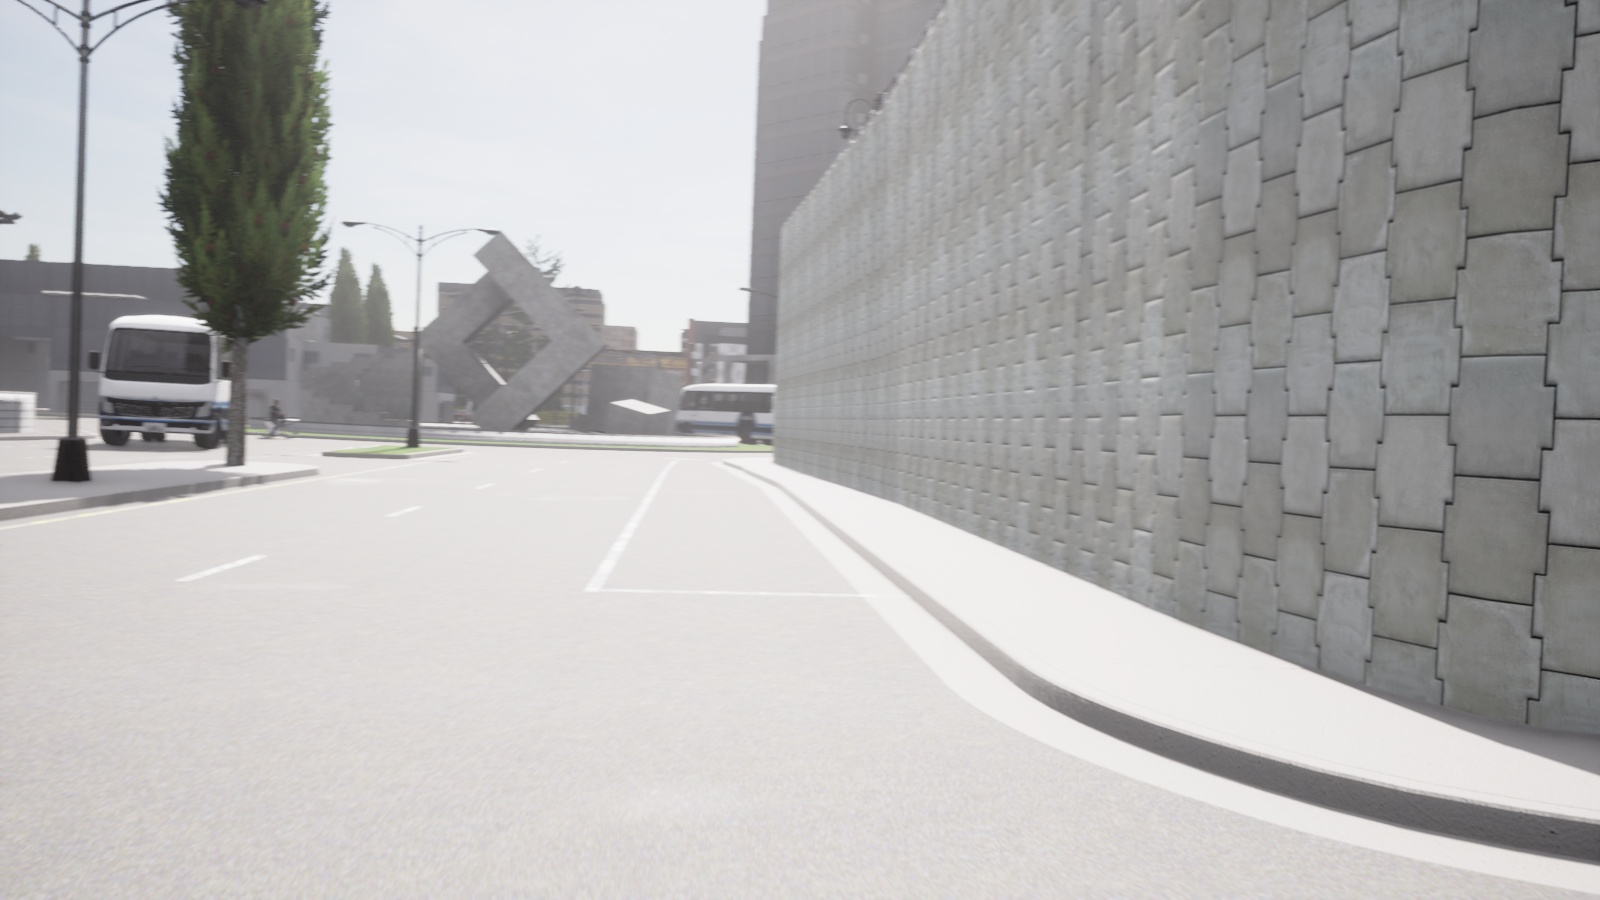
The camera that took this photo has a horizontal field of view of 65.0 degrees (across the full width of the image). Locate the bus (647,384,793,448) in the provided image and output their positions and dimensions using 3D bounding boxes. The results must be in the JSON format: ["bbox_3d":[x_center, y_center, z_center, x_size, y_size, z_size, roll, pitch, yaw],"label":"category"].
[{"bbox_3d":[-5.710,-2.409,88.269,10.273,4.253,3.944,2,1,40],"label":"bus"}]

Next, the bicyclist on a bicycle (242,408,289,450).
[{"bbox_3d":[-23.062,-0.912,54.196,1.843,1.776,0.659,1,0,16],"label":"bicyclist on a bicycle"}]

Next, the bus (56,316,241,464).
[{"bbox_3d":[-21.628,-1.896,42.488,3.944,4.253,10.273,1,1,-19],"label":"bus"}]
